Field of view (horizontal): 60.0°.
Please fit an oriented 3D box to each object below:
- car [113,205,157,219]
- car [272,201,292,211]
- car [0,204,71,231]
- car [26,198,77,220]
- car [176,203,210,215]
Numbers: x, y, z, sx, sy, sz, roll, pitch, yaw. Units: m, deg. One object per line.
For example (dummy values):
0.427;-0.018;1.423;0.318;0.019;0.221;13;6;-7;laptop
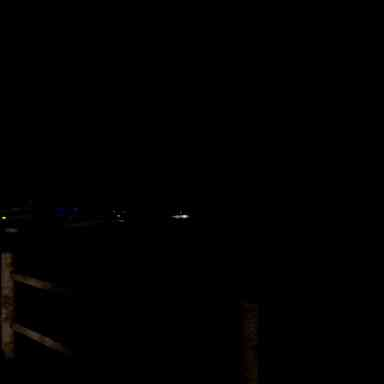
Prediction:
-5.856;2.055;34.268;1.895;1.301;4.718;-1;-1;36;car
16.044;2.339;59.173;2.097;1.767;4.553;-1;-1;38;car
-10.909;1.741;22.406;1.812;1.442;4.674;-1;-1;36;car
-11.786;1.507;26.180;2.150;2.045;5.566;-1;-1;36;car
0.232;2.174;42.553;2.033;1.411;5.357;-1;-1;37;car
